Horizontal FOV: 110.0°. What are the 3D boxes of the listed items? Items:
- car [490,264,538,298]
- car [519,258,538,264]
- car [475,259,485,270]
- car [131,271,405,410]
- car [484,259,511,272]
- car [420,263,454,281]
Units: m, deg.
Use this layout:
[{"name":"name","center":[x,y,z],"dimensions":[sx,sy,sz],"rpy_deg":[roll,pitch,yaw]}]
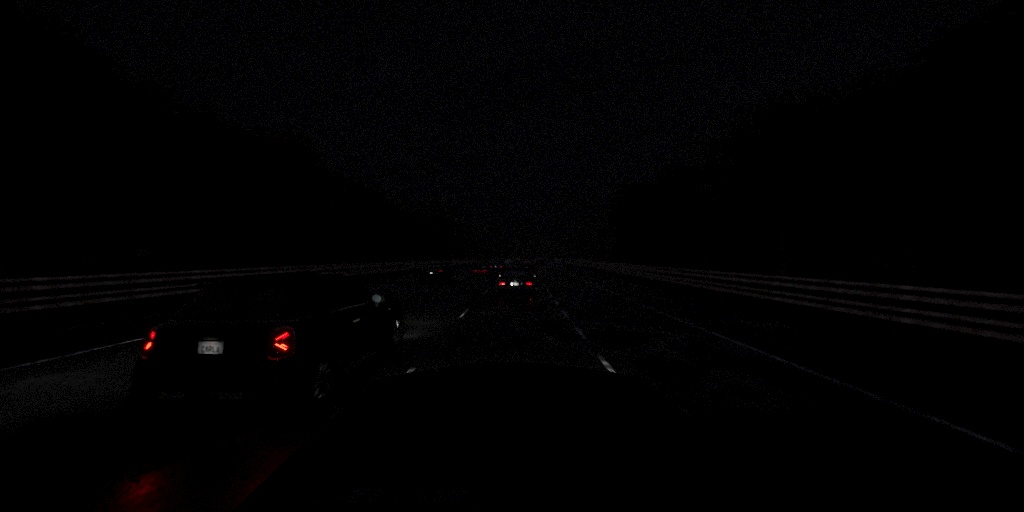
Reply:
[{"name":"car","center":[0.254,1.305,18.603],"dimensions":[2.033,1.411,5.357],"rpy_deg":[0,0,2]},{"name":"car","center":[2.063,1.261,46.550],"dimensions":[1.882,1.535,5.008],"rpy_deg":[0,0,5]},{"name":"car","center":[-4.227,1.252,53.952],"dimensions":[2.128,1.511,4.902],"rpy_deg":[0,0,6]},{"name":"car","center":[-3.480,1.085,6.287],"dimensions":[2.097,1.767,4.553],"rpy_deg":[0,0,0]},{"name":"car","center":[-1.674,1.311,44.266],"dimensions":[2.033,1.411,5.357],"rpy_deg":[0,0,5]},{"name":"car","center":[-6.193,1.296,30.027],"dimensions":[1.994,1.385,4.181],"rpy_deg":[0,0,3]}]
